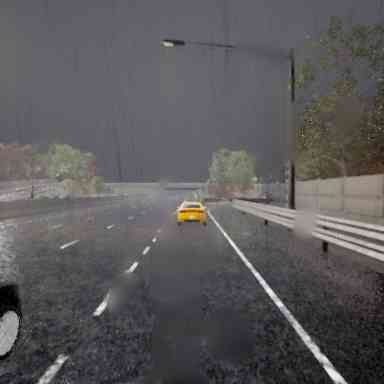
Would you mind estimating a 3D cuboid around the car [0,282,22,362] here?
[{"bbox_3d":[-3.396,1.475,2.849,1.882,1.535,5.008,0,0,0],"label":"car"}]

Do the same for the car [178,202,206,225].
[{"bbox_3d":[-0.002,1.464,24.052,1.882,1.535,5.008,0,0,0],"label":"car"}]
